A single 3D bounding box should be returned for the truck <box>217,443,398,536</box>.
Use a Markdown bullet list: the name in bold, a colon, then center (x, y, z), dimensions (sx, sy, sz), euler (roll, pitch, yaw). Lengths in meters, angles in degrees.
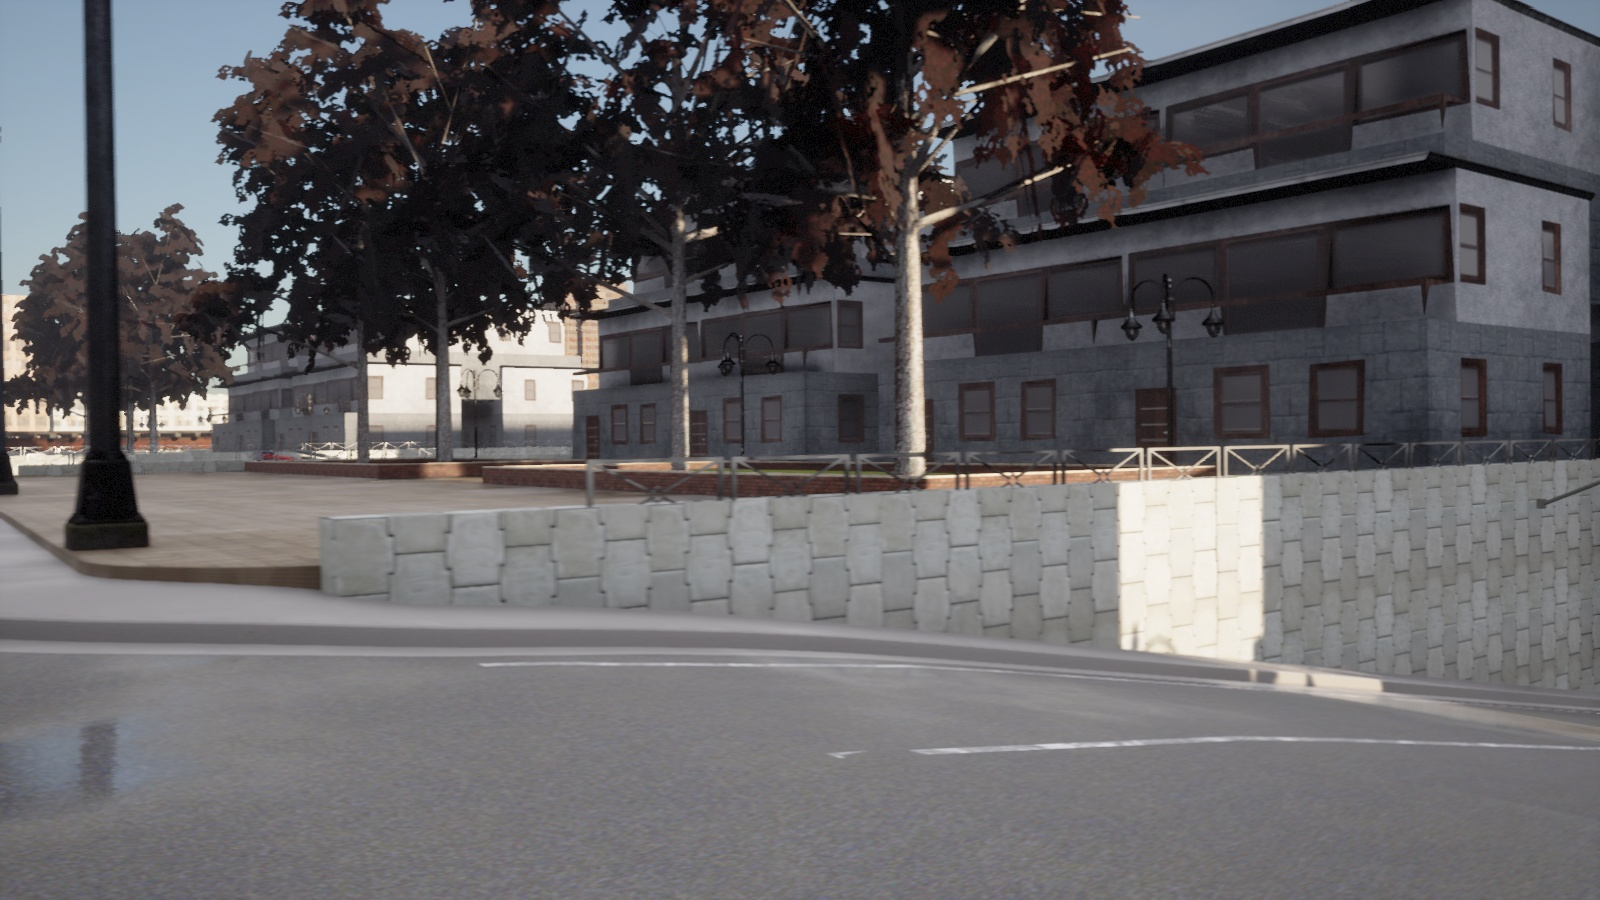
- **truck**: center (-27.414, 2.249, 70.216), dimensions (8.468, 3.827, 2.891), euler (12, -7, -35)
